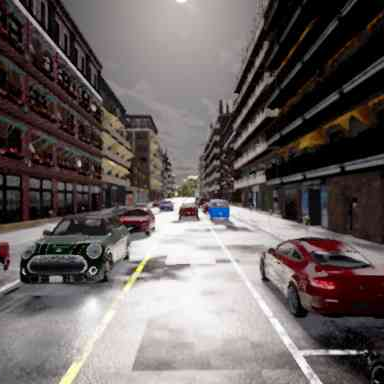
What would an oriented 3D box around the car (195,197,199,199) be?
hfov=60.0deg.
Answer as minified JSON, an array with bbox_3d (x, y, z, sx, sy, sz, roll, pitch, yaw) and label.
[{"bbox_3d":[-0.488,1.903,47.162,2.128,1.511,4.902,0,0,0],"label":"car"}]

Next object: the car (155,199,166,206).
[{"bbox_3d":[-6.481,2.208,68.459,1.802,1.307,4.206,1,-1,-1],"label":"car"}]

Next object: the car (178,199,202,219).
[{"bbox_3d":[-0.305,1.756,32.007,1.882,1.535,5.008,0,0,0],"label":"car"}]

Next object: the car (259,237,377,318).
[{"bbox_3d":[2.638,1.632,7.246,1.802,1.307,4.206,1,-1,-1],"label":"car"}]

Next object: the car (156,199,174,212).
[{"bbox_3d":[-3.542,1.929,46.921,1.882,1.535,5.008,0,0,-1],"label":"car"}]

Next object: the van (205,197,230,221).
[{"bbox_3d":[2.371,1.584,29.531,1.690,1.788,3.998,0,-1,-1],"label":"van"}]

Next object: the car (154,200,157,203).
[{"bbox_3d":[-6.413,2.122,62.890,1.887,1.381,4.507,1,-1,-1],"label":"car"}]

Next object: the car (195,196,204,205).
[{"bbox_3d":[1.768,1.995,79.665,2.192,1.841,5.009,0,-1,-1],"label":"car"}]

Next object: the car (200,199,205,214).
[{"bbox_3d":[2.235,1.884,40.669,1.887,1.381,4.507,0,-1,-1],"label":"car"}]

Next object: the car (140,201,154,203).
[{"bbox_3d":[-6.145,1.949,40.607,1.947,1.339,4.313,1,-1,-1],"label":"car"}]

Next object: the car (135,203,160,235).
[{"bbox_3d":[-3.310,1.672,20.285,1.882,1.535,5.008,0,0,-1],"label":"car"}]

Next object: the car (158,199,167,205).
[{"bbox_3d":[-6.548,2.257,74.030,1.802,1.307,4.206,1,-1,-1],"label":"car"}]

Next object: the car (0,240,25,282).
[{"bbox_3d":[-5.742,1.639,7.185,1.887,1.381,4.507,1,0,-1],"label":"car"}]

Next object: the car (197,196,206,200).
[{"bbox_3d":[2.036,1.800,57.383,2.192,1.841,5.009,0,-1,-1],"label":"car"}]

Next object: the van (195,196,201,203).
[{"bbox_3d":[1.633,2.119,90.805,1.690,1.788,3.998,0,-1,-1],"label":"van"}]

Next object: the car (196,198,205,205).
[{"bbox_3d":[1.831,2.158,74.262,1.752,1.417,4.829,0,-1,-1],"label":"car"}]

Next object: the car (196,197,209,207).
[{"bbox_3d":[1.969,1.848,62.953,2.192,1.841,5.009,0,-1,-1],"label":"car"}]

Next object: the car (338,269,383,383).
[{"bbox_3d":[2.705,1.569,1.676,1.947,1.339,4.313,1,-1,-1],"label":"car"}]

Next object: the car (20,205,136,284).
[{"bbox_3d":[-3.196,1.457,9.988,2.097,1.767,4.553,0,0,-1],"label":"car"}]
